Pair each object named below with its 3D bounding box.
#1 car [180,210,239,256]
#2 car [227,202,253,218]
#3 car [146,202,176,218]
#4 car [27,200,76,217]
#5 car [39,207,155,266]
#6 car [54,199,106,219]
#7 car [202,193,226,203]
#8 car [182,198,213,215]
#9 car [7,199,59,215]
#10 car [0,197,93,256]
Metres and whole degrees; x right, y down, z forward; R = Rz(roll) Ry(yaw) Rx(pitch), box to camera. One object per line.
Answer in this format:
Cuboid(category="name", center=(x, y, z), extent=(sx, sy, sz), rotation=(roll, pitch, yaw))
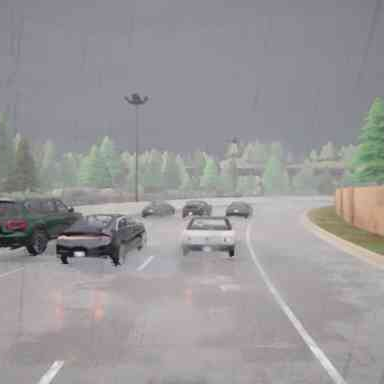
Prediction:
Cuboid(category="car", center=(0.753, 1.599, 13.204), extent=(1.895, 1.301, 4.718), rotation=(0, 0, 6))
Cuboid(category="car", center=(4.340, 1.559, 29.946), extent=(1.994, 1.385, 4.181), rotation=(0, 0, 17))
Cuboid(category="car", center=(-2.908, 1.559, 30.123), extent=(1.994, 1.385, 4.181), rotation=(0, 0, 16))
Cuboid(category="car", center=(-13.450, 1.522, 32.133), extent=(1.812, 1.442, 4.674), rotation=(0, 0, 17))
Cuboid(category="car", center=(-2.903, 1.490, 11.562), extent=(2.128, 1.511, 4.902), rotation=(0, 0, 5))
Cuboid(category="car", center=(-10.210, 1.488, 30.700), extent=(2.128, 1.511, 4.902), rotation=(0, 0, 16))
Cuboid(category="car", center=(4.506, 1.213, 68.024), extent=(2.150, 2.045, 5.566), rotation=(0, 0, 36))
Cuboid(category="car", center=(0.558, 1.500, 29.567), extent=(1.837, 1.490, 4.892), rotation=(0, 0, 16))
Cuboid(category="car", center=(-16.349, 1.487, 34.616), extent=(2.128, 1.511, 4.902), rotation=(0, 0, 17))
Cuboid(category="car", center=(-6.256, 1.220, 13.387), extent=(2.150, 2.045, 5.566), rotation=(0, 0, 6))
